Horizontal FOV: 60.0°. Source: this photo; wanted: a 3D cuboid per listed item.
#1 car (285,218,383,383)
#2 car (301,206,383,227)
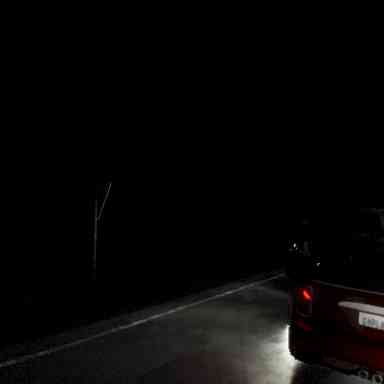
[{"bbox_3d":[3.317,1.487,5.263,2.097,1.767,4.553,0,-2,39],"label":"car"},{"bbox_3d":[4.748,1.467,9.944,2.150,2.045,5.566,0,-2,38],"label":"car"}]
